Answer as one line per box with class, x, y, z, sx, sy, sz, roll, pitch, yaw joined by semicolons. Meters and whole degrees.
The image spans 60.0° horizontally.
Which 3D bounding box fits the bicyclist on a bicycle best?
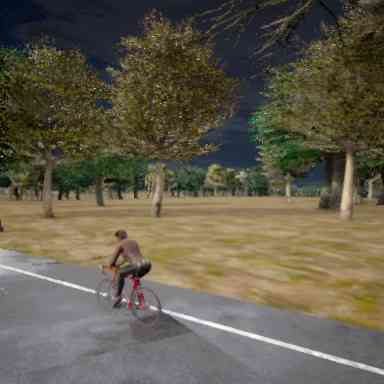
bicyclist on a bicycle;-1.169;1.505;5.938;1.656;1.620;0.582;0;-1;36
